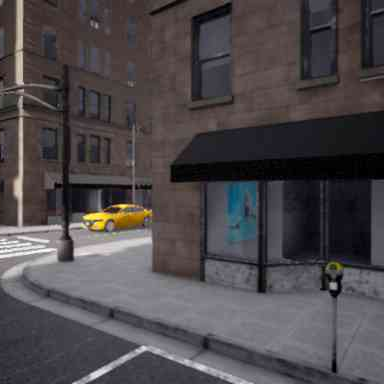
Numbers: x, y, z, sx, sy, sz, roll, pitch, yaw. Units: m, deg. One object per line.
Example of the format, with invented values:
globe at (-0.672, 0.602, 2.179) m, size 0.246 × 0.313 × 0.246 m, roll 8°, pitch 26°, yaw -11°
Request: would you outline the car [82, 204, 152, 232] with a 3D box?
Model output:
car at (-4.496, 1.552, 20.938) m, size 1.882 × 1.535 × 5.008 m, roll 0°, pitch 0°, yaw 35°
